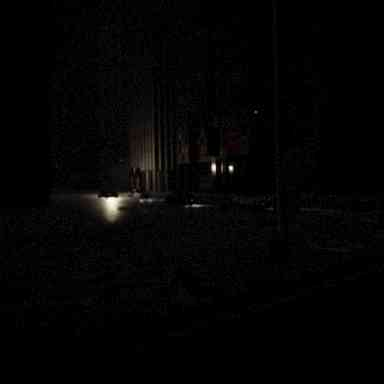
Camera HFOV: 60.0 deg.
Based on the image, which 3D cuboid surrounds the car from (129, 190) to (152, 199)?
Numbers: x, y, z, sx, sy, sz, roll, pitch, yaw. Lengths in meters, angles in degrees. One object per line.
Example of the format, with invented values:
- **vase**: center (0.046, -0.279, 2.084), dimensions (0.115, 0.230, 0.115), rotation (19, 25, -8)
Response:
- **car**: center (-7.985, 0.381, 51.237), dimensions (1.895, 1.301, 4.718), rotation (-2, 2, -35)

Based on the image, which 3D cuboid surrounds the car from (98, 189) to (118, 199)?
- **car**: center (-13.466, 0.272, 53.443), dimensions (1.882, 1.535, 5.008), rotation (-2, 1, -35)

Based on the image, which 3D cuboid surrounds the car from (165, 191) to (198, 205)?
- **car**: center (-1.145, 0.631, 35.815), dimensions (1.994, 1.385, 4.181), rotation (-2, 2, -35)

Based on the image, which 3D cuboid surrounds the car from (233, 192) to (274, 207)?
- **car**: center (6.077, 0.694, 31.209), dimensions (1.895, 1.301, 4.718), rotation (-2, 2, -35)
